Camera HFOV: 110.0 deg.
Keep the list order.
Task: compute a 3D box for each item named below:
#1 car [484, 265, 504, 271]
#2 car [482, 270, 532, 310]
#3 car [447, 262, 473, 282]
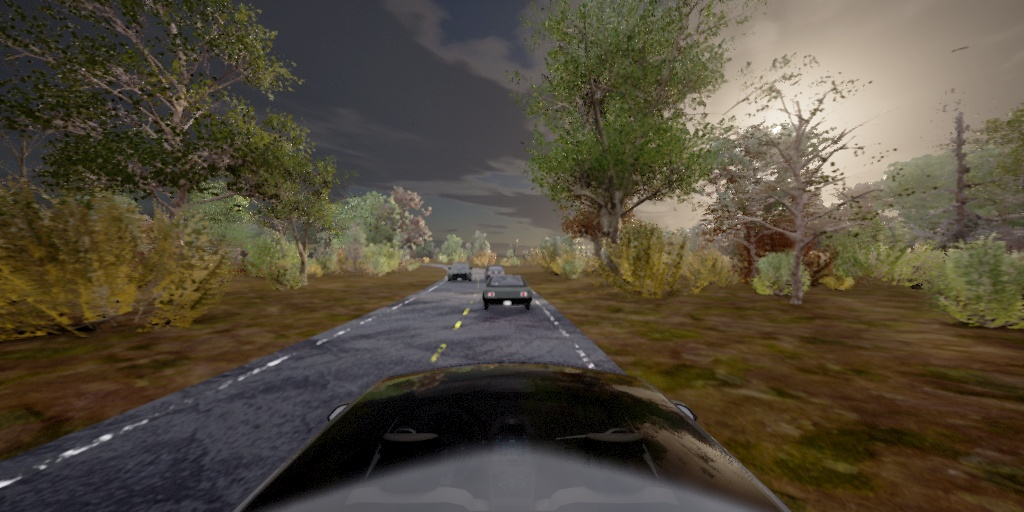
[{"bbox_3d":[-1.708,1.584,34.854,2.033,1.411,5.357,0,-1,-6],"label":"car"},{"bbox_3d":[-0.253,1.470,15.478,1.895,1.301,4.718,0,0,-2],"label":"car"},{"bbox_3d":[-4.601,1.367,32.149,2.097,1.767,4.553,0,-1,-6],"label":"car"}]
